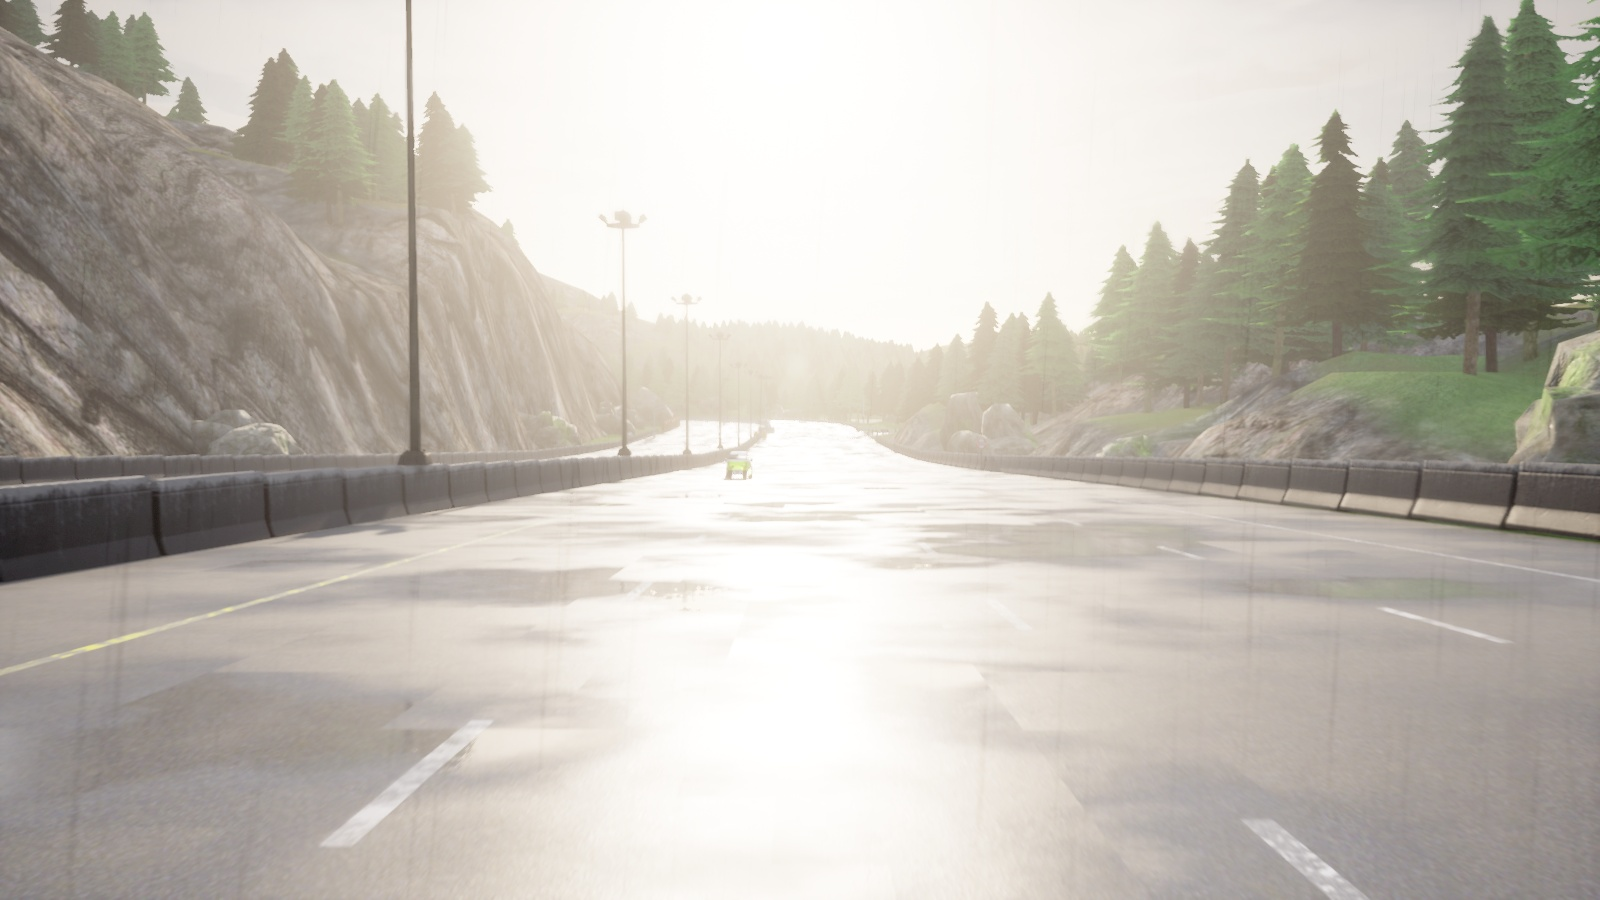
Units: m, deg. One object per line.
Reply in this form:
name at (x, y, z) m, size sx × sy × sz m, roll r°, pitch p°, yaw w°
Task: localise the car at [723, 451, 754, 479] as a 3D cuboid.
car at (-3.138, 0.762, 64.165) m, size 1.481 × 1.376 × 2.207 m, roll 0°, pitch 0°, yaw 0°
